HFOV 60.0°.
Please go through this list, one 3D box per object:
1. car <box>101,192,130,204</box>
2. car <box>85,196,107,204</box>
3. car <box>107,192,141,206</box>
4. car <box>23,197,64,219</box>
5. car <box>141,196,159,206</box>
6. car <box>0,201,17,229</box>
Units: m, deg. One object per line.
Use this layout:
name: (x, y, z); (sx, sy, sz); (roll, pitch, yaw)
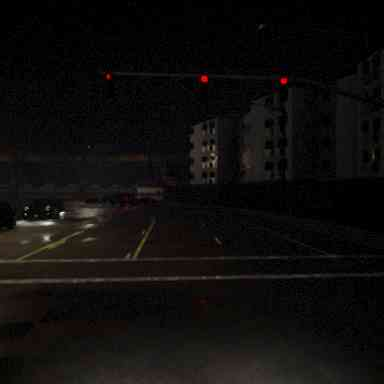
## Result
car: (-13.707, 1.012, 59.215); (5.566, 2.045, 2.150); (0, 0, 42)
car: (-16.490, 1.393, 57.028); (4.718, 1.301, 1.895); (0, 0, 42)
car: (-10.341, 1.055, 49.951); (2.150, 2.045, 5.566); (0, 0, -36)
car: (-12.422, 1.256, 27.745); (2.097, 1.767, 4.553); (0, 0, -12)
car: (-7.181, 1.384, 51.531); (2.033, 1.411, 5.357); (0, 0, -36)
car: (-11.411, 1.292, 17.981); (2.097, 1.767, 4.553); (0, 0, -4)
